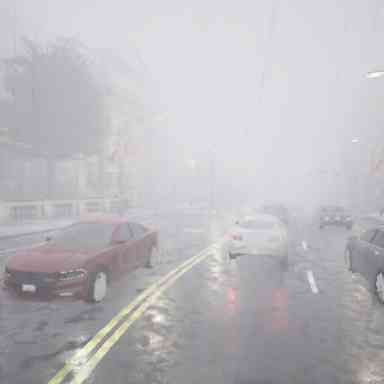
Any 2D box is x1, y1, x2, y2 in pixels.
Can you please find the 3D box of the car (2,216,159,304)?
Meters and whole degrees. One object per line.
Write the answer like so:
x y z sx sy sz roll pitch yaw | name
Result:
-2.346 1.436 8.366 1.882 1.535 5.008 0 0 13 | car

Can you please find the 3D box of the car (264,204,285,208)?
5.606 1.519 22.681 2.033 1.411 5.357 0 0 17 | car

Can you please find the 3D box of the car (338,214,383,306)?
4.972 1.517 7.784 1.837 1.490 4.892 0 0 13 | car

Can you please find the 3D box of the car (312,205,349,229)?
8.869 1.546 21.280 2.033 1.411 5.357 0 0 14 | car

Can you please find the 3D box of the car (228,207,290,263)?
2.446 1.507 11.914 1.812 1.442 4.674 0 0 15 | car
